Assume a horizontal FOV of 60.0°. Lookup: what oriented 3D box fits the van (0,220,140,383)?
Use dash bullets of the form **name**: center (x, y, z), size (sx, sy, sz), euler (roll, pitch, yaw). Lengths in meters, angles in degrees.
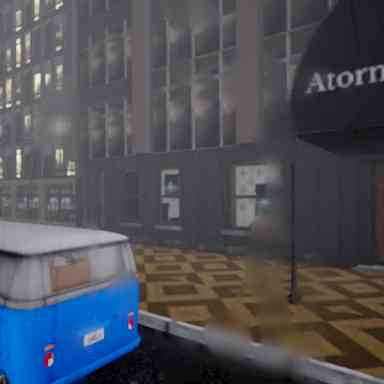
- **van**: center (-2.575, 1.352, 4.711), size (3.998, 1.788, 1.690), euler (0, 0, 36)
